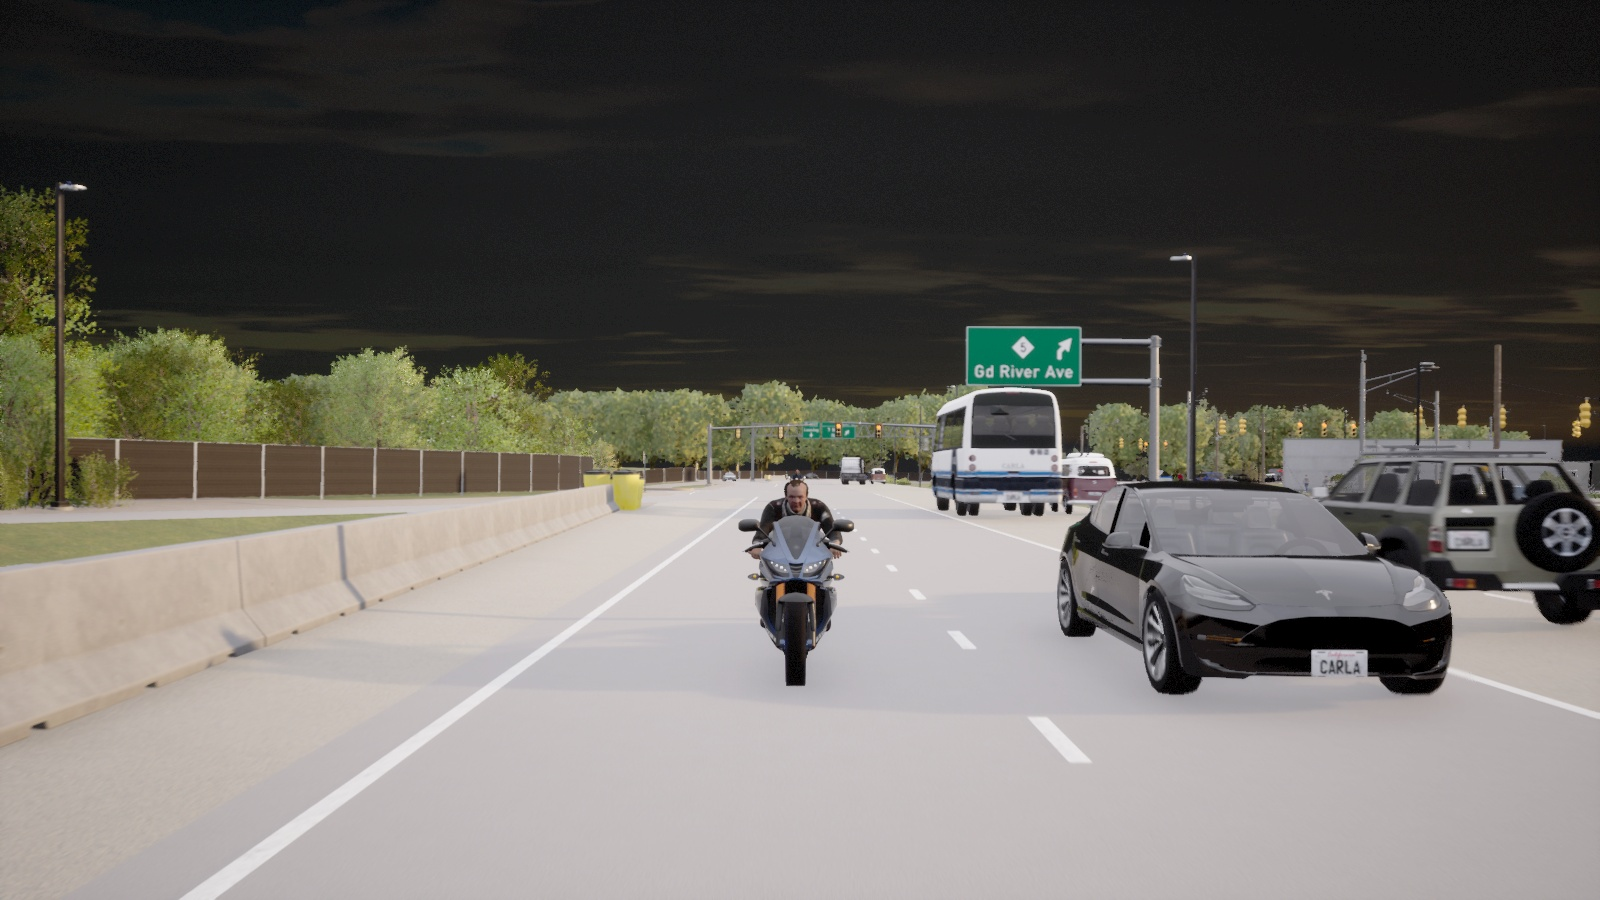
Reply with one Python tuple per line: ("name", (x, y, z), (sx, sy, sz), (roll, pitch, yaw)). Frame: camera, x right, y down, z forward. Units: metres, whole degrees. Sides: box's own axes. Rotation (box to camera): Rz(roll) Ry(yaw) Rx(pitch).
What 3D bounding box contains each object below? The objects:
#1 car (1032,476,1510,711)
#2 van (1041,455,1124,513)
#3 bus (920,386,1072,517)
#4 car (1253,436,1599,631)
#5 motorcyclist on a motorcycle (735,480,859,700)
("car", (3.476, 0.971, 10.485), (2.163, 1.488, 4.792), (0, -1, 0))
("van", (10.390, 1.230, 46.546), (2.069, 2.038, 4.480), (0, -1, 0))
("bus", (6.887, 0.139, 46.108), (3.944, 4.253, 10.273), (0, -1, 0))
("car", (6.966, 0.833, 14.305), (1.932, 1.855, 4.605), (0, -1, 0))
("motorcyclist on a motorcycle", (-0.023, 1.012, 9.949), (0.866, 1.530, 2.191), (0, -1, 0))
